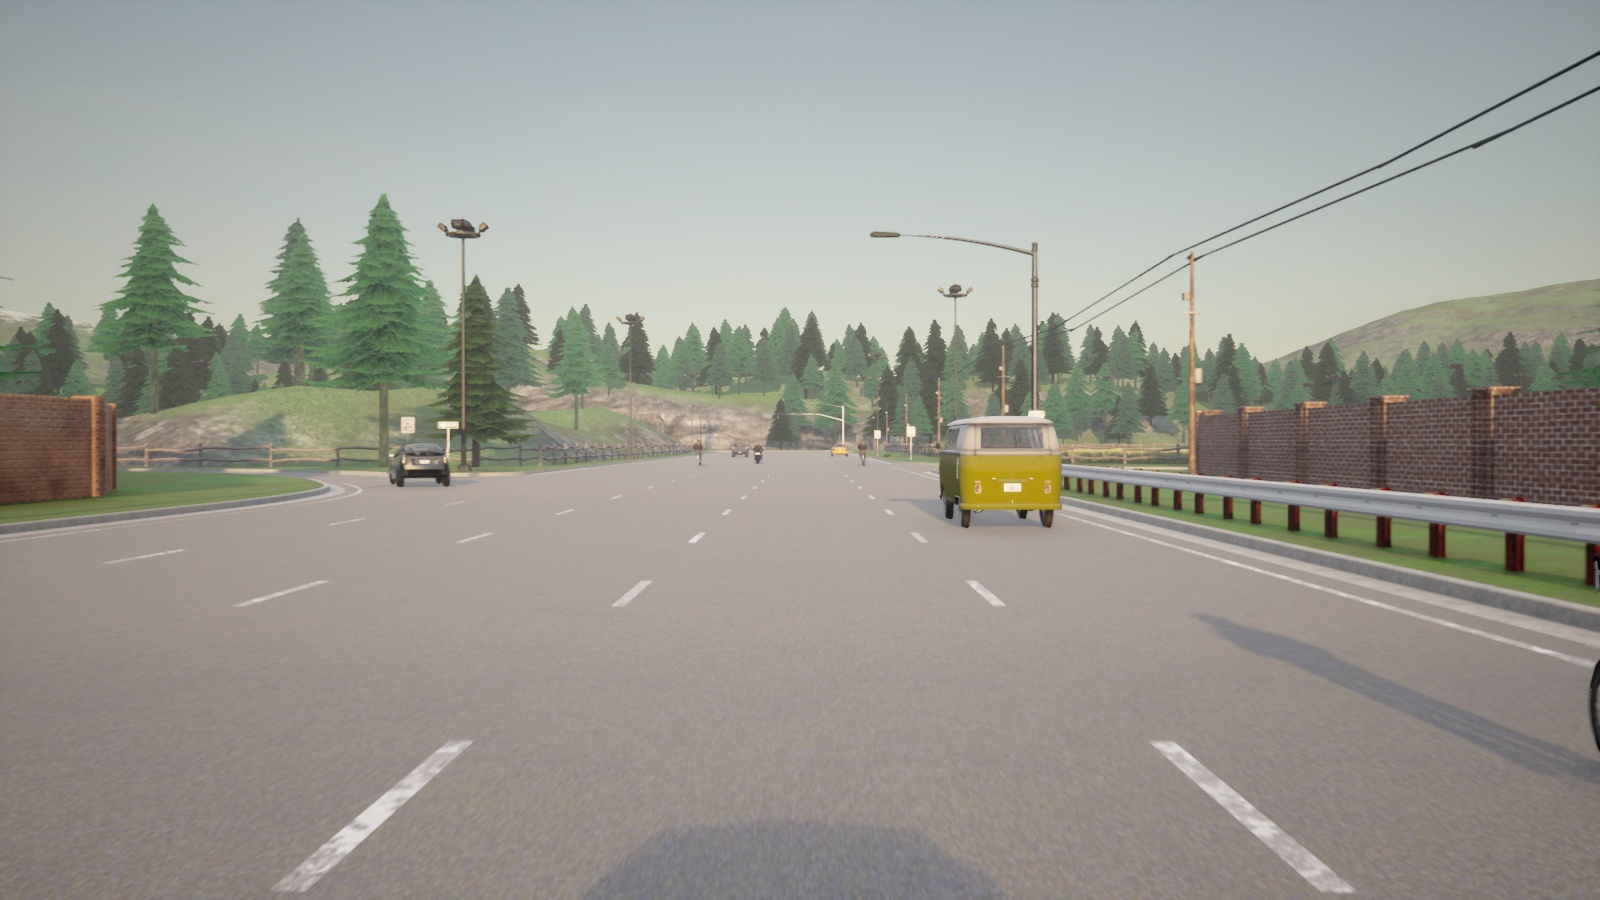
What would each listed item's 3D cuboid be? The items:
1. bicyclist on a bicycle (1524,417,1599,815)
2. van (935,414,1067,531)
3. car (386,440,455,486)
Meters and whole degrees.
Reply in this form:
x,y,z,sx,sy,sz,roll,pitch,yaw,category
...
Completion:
x,y,z,sx,sy,sz,roll,pitch,yaw,category
3.543,0.675,4.813,0.582,1.620,1.656,0,0,0,bicyclist on a bicycle
3.648,0.369,23.538,1.775,1.987,4.442,0,0,0,van
-13.554,0.430,44.643,2.007,1.525,4.514,0,0,-21,car
